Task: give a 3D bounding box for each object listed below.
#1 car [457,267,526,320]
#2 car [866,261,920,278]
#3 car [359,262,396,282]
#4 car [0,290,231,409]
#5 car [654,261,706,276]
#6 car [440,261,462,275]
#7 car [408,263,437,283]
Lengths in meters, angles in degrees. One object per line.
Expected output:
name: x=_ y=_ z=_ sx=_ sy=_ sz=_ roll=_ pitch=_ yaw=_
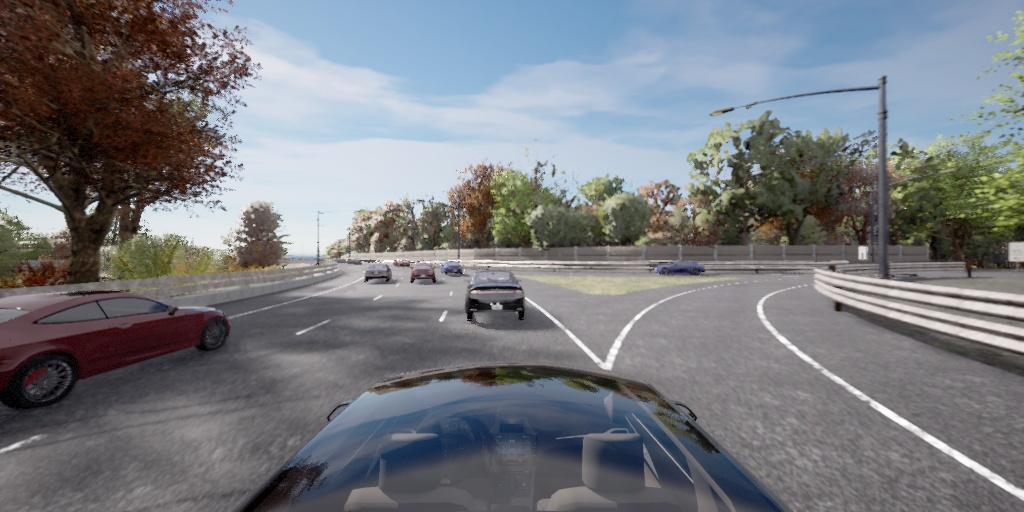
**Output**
car: x=-0.663 y=1.243 z=12.596 sx=2.128 sy=1.511 sz=4.902 roll=0 pitch=0 yaw=-6
car: x=34.121 y=1.147 z=32.148 sx=4.674 sy=1.442 sz=1.812 roll=0 pitch=0 yaw=-16
car: x=-10.921 y=1.336 z=29.402 sx=2.033 sy=1.411 sz=5.357 roll=0 pitch=0 yaw=-16
car: x=-7.150 y=1.302 z=6.050 sx=1.812 sy=1.442 sz=4.674 roll=0 pitch=0 yaw=-2
car: x=16.739 y=1.212 z=35.849 sx=4.674 sy=1.442 sz=1.812 roll=0 pitch=0 yaw=10
car: x=-6.577 y=1.298 z=38.717 sx=1.812 sy=1.442 sz=4.674 roll=0 pitch=0 yaw=-19
car: x=-7.070 y=1.300 z=28.637 sx=1.812 sy=1.442 sz=4.674 roll=0 pitch=0 yaw=-13
